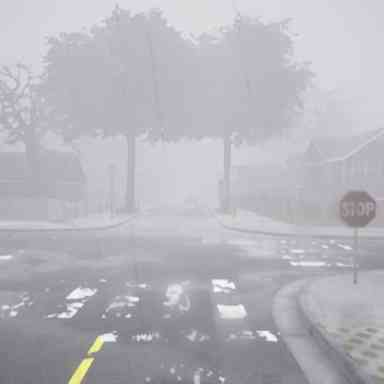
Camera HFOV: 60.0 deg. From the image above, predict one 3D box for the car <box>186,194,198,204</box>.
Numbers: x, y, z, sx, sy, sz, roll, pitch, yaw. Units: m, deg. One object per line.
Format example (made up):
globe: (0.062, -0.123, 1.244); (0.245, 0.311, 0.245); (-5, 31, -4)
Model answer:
car: (0.033, 1.375, 56.803); (1.994, 1.385, 4.181); (0, 0, 0)

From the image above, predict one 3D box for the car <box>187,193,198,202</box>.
car: (0.039, 1.147, 66.821); (2.097, 1.767, 4.553); (0, 0, 0)
